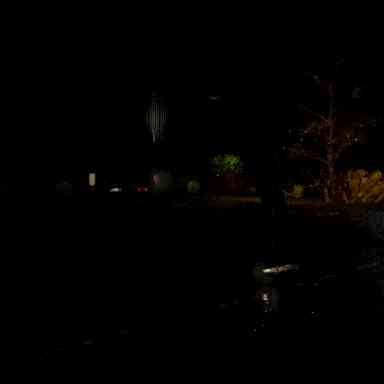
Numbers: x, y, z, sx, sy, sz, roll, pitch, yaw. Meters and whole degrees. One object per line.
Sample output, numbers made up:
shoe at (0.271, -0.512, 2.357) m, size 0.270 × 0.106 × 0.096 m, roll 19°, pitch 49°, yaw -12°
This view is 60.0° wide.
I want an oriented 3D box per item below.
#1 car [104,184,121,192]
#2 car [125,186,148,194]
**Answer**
car at (-14.857, -0.815, 61.794) m, size 2.128 × 1.511 × 4.902 m, roll 0°, pitch 2°, yaw -36°
car at (-9.057, -0.381, 53.685) m, size 1.895 × 1.301 × 4.718 m, roll 0°, pitch 2°, yaw -36°
